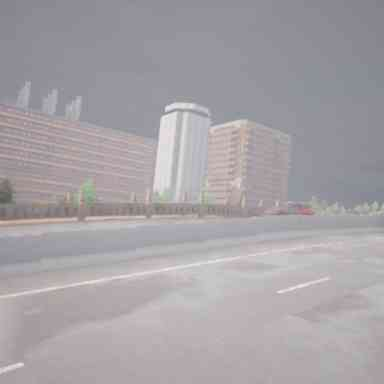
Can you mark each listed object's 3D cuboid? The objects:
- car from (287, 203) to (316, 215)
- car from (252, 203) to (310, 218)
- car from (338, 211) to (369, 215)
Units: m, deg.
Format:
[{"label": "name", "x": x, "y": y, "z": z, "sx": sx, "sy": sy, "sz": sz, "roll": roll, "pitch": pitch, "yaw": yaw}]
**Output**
[{"label": "car", "x": 10.032, "y": 2.082, "z": 33.155, "sx": 5.566, "sy": 2.045, "sz": 2.150, "roll": 6, "pitch": -4, "yaw": -36}, {"label": "car", "x": 6.877, "y": 1.893, "z": 26.515, "sx": 5.008, "sy": 1.535, "sz": 1.882, "roll": 3, "pitch": -3, "yaw": -36}, {"label": "car", "x": 12.851, "y": 2.231, "z": 26.550, "sx": 5.357, "sy": 1.411, "sz": 2.033, "roll": 5, "pitch": -3, "yaw": -36}]
